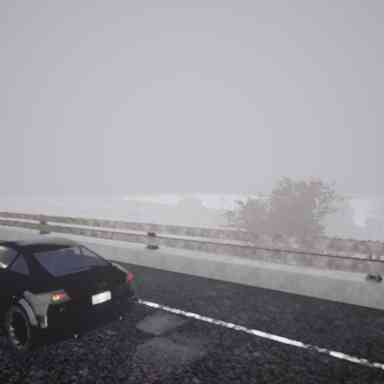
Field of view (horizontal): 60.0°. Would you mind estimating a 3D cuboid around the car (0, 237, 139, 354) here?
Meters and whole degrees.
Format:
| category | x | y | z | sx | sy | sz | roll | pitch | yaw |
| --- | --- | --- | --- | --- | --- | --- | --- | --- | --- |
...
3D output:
| category | x | y | z | sx | sy | sz | roll | pitch | yaw |
| --- | --- | --- | --- | --- | --- | --- | --- | --- | --- |
| car | -2.978 | 1.541 | 6.144 | 4.181 | 1.385 | 1.994 | 0 | 0 | 36 |
